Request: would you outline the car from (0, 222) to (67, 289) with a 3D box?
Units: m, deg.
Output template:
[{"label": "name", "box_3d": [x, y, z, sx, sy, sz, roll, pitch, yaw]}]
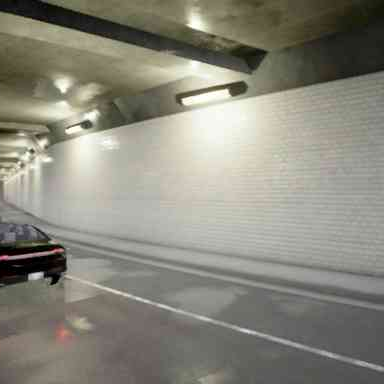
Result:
[{"label": "car", "box_3d": [-5.011, 1.513, 8.451, 4.902, 1.511, 2.128, 0, 0, 42]}]
